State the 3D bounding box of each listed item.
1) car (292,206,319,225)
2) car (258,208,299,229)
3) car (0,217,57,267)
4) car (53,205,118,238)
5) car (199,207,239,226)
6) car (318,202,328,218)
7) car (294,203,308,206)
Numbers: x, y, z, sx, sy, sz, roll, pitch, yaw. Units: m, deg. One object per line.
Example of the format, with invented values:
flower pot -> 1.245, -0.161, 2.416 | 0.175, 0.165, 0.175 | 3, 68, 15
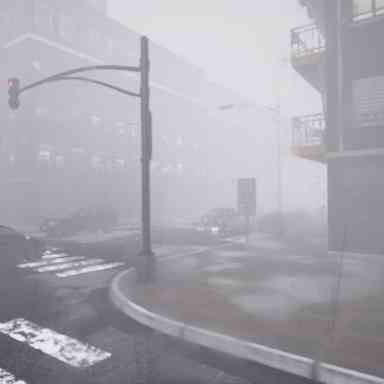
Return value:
car -> 9.702, 2.223, 30.296 | 2.008, 1.369, 4.403 | -2, -2, 35
car -> 6.447, 2.149, 25.635 | 1.802, 1.307, 4.206 | -2, -2, 35
car -> -6.484, 1.713, 10.176 | 2.033, 1.411, 5.357 | 0, -1, 4
car -> -6.945, 1.788, 21.053 | 2.192, 1.841, 5.009 | -2, -2, 35
car -> 2.533, 2.177, 30.060 | 1.837, 1.490, 4.892 | -1, -2, 35
car -> 16.209, 2.323, 39.617 | 1.967, 1.590, 4.097 | -2, -2, 35
car -> 15.444, 2.688, 48.374 | 1.895, 1.301, 4.718 | -1, -2, 35
